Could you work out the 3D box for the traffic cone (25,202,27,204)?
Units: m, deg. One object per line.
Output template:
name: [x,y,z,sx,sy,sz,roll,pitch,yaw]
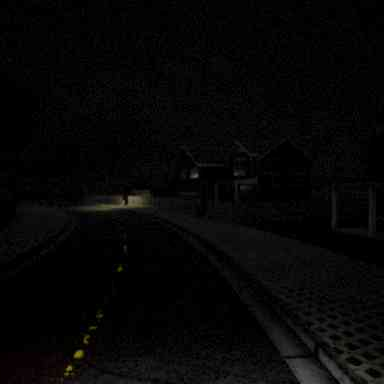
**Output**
traffic cone: [-27.231,1.792,54.588,0.340,0.580,0.340,0,0,44]
